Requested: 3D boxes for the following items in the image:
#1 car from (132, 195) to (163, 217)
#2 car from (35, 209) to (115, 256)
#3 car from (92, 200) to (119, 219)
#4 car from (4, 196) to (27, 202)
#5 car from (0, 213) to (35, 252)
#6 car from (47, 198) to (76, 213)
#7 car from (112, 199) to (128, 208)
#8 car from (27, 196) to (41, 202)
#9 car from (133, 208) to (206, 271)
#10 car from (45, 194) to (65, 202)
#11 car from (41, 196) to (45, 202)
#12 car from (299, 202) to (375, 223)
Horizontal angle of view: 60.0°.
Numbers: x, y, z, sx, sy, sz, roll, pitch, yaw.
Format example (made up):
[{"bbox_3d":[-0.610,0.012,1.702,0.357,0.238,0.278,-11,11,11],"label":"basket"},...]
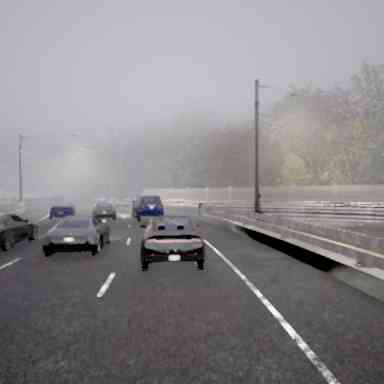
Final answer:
[{"bbox_3d":[-3.810,1.313,28.325,2.150,2.045,5.566,0,0,-15],"label":"car"},{"bbox_3d":[-4.491,1.618,13.485,1.994,1.385,4.181,0,0,-7],"label":"car"},{"bbox_3d":[-7.829,1.675,29.523,1.994,1.385,4.181,0,0,-16],"label":"car"},{"bbox_3d":[-41.274,1.753,77.582,4.902,1.511,2.128,0,0,41],"label":"car"},{"bbox_3d":[-8.093,1.595,14.014,1.812,1.442,4.674,0,0,-8],"label":"car"},{"bbox_3d":[-11.616,1.604,30.054,1.882,1.535,5.008,0,0,-17],"label":"car"},{"bbox_3d":[-11.307,1.711,49.446,1.895,1.301,4.718,0,0,-37],"label":"car"},{"bbox_3d":[-38.905,1.748,80.158,4.674,1.442,1.812,0,0,41],"label":"car"},{"bbox_3d":[-0.710,1.525,11.136,2.128,1.511,4.902,0,0,-6],"label":"car"},{"bbox_3d":[-31.847,1.560,78.132,2.150,2.045,5.566,0,0,-44],"label":"car"},{"bbox_3d":[-36.535,1.745,82.733,4.674,1.442,1.812,0,0,41],"label":"car"},{"bbox_3d":[11.015,1.506,25.600,5.357,1.411,2.033,0,0,36],"label":"car"}]
